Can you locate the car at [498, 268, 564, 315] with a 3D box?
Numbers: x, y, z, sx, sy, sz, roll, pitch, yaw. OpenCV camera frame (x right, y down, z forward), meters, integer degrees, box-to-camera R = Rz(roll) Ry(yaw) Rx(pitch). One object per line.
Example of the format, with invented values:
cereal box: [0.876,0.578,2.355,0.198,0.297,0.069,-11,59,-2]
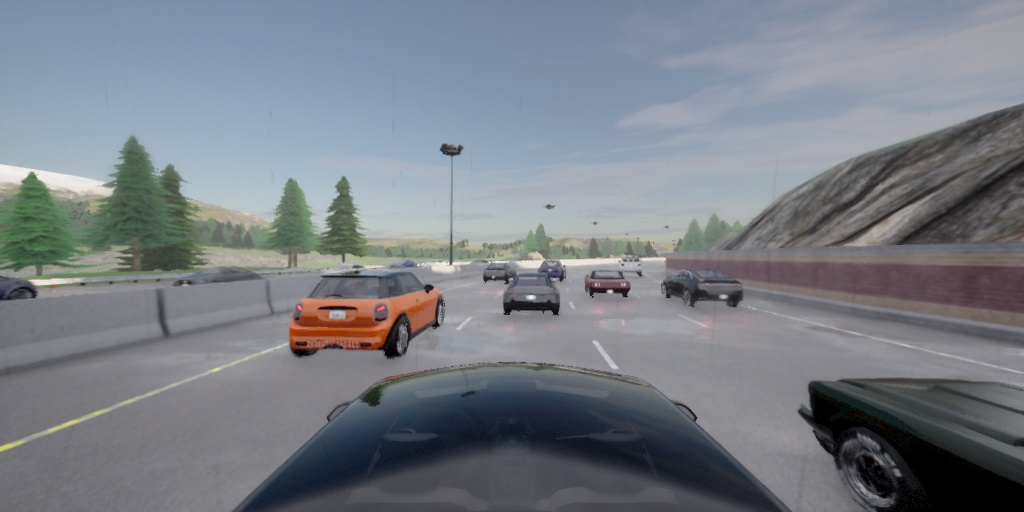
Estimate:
car: [0.794,1.328,13.745,1.994,1.385,4.181,0,0,5]

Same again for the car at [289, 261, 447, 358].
car: [-3.090,1.099,8.673,2.097,1.767,4.553,0,0,3]

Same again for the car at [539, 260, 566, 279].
car: [3.491,1.141,30.722,2.097,1.767,4.553,0,0,12]

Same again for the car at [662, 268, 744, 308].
car: [8.013,1.280,15.531,2.128,1.511,4.902,0,0,6]

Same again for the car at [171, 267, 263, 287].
car: [-16.283,1.282,20.076,1.994,1.385,4.181,0,0,8]

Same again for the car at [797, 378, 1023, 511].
car: [3.652,1.362,1.243,1.895,1.301,4.718,0,0,0]

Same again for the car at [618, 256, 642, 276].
car: [12.664,1.046,38.406,2.150,2.045,5.566,0,0,17]

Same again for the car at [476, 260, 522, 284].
car: [-0.837,1.264,27.063,2.128,1.511,4.902,0,0,10]

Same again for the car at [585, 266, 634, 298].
car: [4.894,1.383,19.020,1.895,1.301,4.718,0,0,8]

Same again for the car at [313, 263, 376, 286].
car: [-11.910,1.263,25.874,1.812,1.442,4.674,0,0,10]

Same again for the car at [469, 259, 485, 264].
car: [-5.580,1.292,60.501,1.837,1.490,4.892,0,0,23]

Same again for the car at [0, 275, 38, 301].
car: [-20.521,1.262,12.923,1.994,1.385,4.181,0,0,4]
